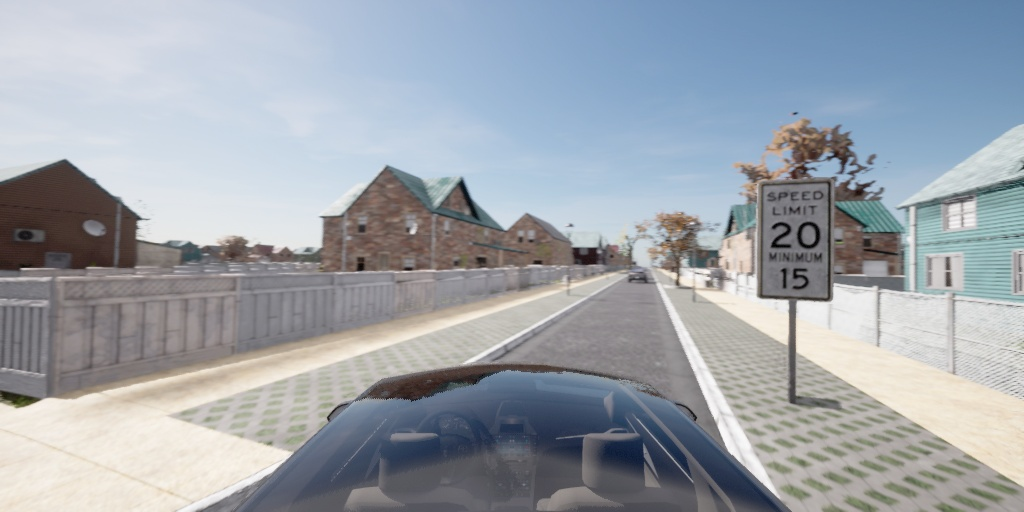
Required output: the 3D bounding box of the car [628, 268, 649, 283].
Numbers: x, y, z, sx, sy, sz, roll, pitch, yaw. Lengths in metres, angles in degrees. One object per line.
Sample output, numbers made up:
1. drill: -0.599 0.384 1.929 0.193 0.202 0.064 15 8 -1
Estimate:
1. car: 13.222 2.003 37.572 2.128 1.511 4.902 1 -1 21
